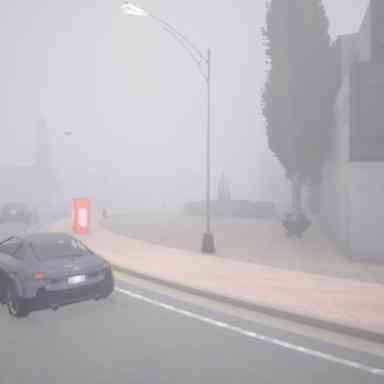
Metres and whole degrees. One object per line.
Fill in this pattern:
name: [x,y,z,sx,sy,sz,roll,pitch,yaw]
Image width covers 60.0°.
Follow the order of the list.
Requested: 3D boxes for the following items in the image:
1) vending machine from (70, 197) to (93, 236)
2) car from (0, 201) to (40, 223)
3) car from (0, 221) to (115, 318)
vending machine: [-6.173,1.327,18.525,1.100,2.100,0.880,1,-1,-27]
car: [-13.042,1.510,25.352,2.097,1.767,4.553,0,-1,-15]
car: [-3.544,1.616,7.681,1.994,1.385,4.181,1,-1,-44]
